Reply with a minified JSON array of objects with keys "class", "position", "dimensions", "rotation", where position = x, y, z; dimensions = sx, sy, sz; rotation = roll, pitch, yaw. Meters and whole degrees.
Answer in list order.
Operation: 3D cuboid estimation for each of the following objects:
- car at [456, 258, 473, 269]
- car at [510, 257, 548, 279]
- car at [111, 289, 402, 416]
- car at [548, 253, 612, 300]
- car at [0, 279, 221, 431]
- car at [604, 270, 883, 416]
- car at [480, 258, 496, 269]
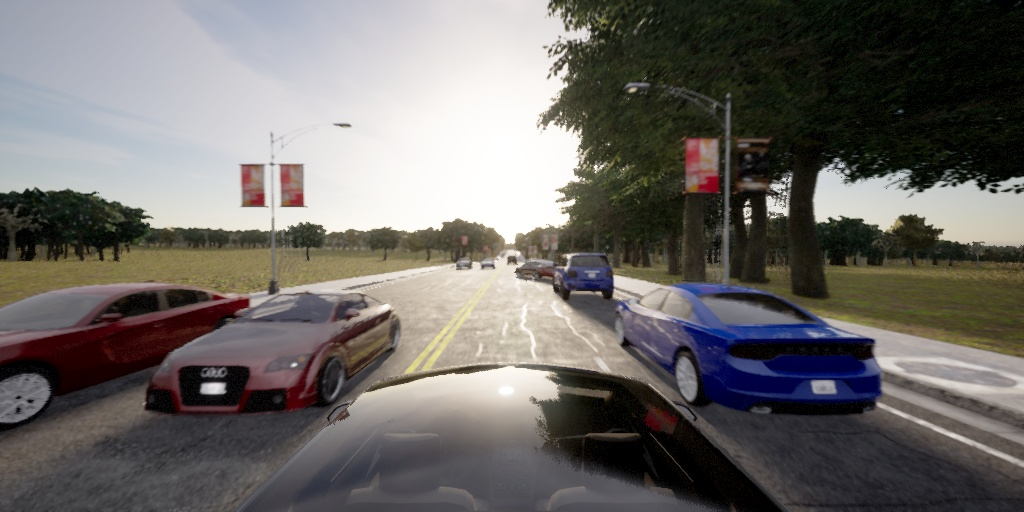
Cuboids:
[{"class":"car","position":[-6.551,1.018,49.707],"dimensions":[2.128,1.511,4.902],"rotation":[0,0,1]},{"class":"car","position":[2.124,1.092,29.948],"dimensions":[2.163,1.488,4.792],"rotation":[0,0,-28]},{"class":"car","position":[-3.347,1.284,6.009],"dimensions":[1.994,1.385,4.181],"rotation":[0,0,0]},{"class":"car","position":[3.248,0.871,17.243],"dimensions":[2.150,2.045,5.566],"rotation":[0,0,0]},{"class":"car","position":[-6.599,1.199,5.743],"dimensions":[1.882,1.535,5.008],"rotation":[0,0,0]},{"class":"car","position":[3.248,1.196,6.212],"dimensions":[1.882,1.535,5.008],"rotation":[0,0,0]},{"class":"car","position":[-3.299,1.052,49.696],"dimensions":[1.812,1.442,4.674],"rotation":[0,0,1]}]
